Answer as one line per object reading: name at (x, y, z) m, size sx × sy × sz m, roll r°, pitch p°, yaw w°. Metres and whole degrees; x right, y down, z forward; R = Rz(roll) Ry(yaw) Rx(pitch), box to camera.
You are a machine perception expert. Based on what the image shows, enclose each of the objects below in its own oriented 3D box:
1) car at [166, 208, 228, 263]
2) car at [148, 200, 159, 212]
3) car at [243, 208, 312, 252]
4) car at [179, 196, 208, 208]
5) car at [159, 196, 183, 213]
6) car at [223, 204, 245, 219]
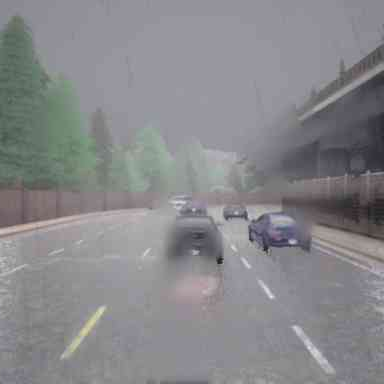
car at (0.089, 1.575, 12.322) m, size 1.837 × 1.490 × 4.892 m, roll 0°, pitch 0°, yaw 0°
car at (-3.789, 1.744, 42.909) m, size 1.837 × 1.490 × 4.892 m, roll -1°, pitch -1°, yaw 24°
car at (3.581, 1.604, 14.123) m, size 1.812 × 1.442 × 4.674 m, roll 0°, pitch 0°, yaw 0°
car at (0.302, 1.512, 28.922) m, size 2.097 × 1.767 × 4.553 m, roll 0°, pitch 0°, yaw 3°
car at (-1.482, 1.442, 39.511) m, size 2.150 × 2.045 × 5.566 m, roll 0°, pitch -1°, yaw 20°
car at (3.846, 1.728, 29.734) m, size 1.994 × 1.385 × 4.181 m, roll 0°, pitch 0°, yaw 4°
